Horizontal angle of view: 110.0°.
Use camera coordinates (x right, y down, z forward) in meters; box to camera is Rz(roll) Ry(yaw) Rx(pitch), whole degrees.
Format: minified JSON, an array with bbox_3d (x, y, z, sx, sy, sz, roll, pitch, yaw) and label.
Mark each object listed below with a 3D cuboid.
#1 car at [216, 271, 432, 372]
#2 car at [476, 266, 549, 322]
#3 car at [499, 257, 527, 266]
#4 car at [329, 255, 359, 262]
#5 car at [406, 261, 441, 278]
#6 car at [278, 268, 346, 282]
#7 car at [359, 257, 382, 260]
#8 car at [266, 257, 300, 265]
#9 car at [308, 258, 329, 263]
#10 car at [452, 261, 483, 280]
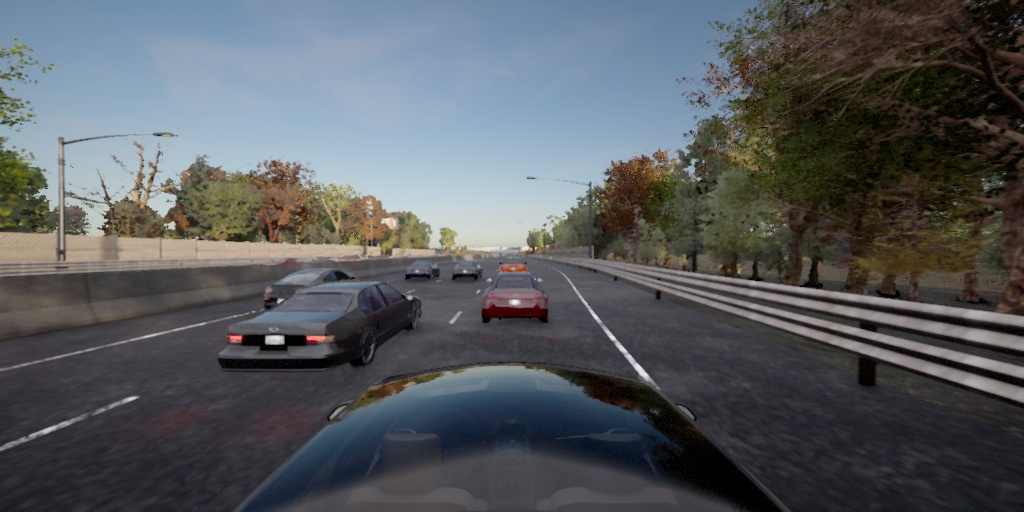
[{"bbox_3d":[-3.429,1.241,7.719,2.033,1.411,5.357,0,1,0],"label":"car"},{"bbox_3d":[0.088,1.219,11.854,1.994,1.385,4.181,0,1,0],"label":"car"},{"bbox_3d":[0.098,0.865,27.280,2.097,1.767,4.553,0,1,0],"label":"car"},{"bbox_3d":[-21.049,0.701,46.192,2.097,1.767,4.553,0,1,0],"label":"car"},{"bbox_3d":[-6.898,1.069,28.119,1.994,1.385,4.181,0,1,0],"label":"car"},{"bbox_3d":[-6.906,1.168,13.109,1.812,1.442,4.674,0,1,0],"label":"car"},{"bbox_3d":[-17.552,0.914,46.250,1.994,1.385,4.181,0,0,0],"label":"car"},{"bbox_3d":[-28.023,0.893,44.041,1.812,1.442,4.674,0,1,0],"label":"car"},{"bbox_3d":[-24.547,0.914,46.225,1.994,1.385,4.181,0,0,0],"label":"car"},{"bbox_3d":[-3.400,1.071,27.955,1.994,1.385,4.181,0,1,0],"label":"car"}]
